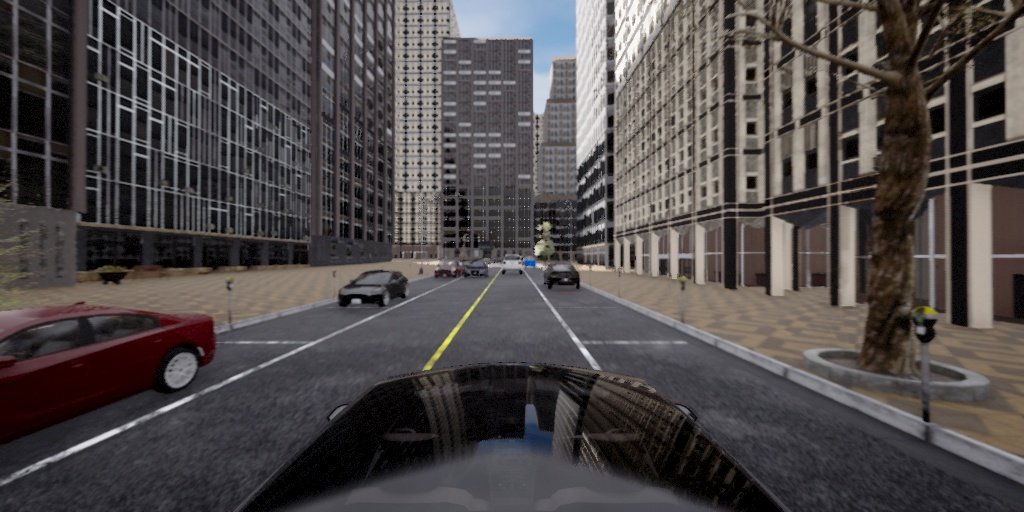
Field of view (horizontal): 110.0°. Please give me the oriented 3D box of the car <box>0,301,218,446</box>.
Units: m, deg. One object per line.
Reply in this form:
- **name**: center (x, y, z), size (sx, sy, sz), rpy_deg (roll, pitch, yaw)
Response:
- **car**: center (-5.686, 1.288, 3.975), size (1.888, 1.381, 4.507), rpy_deg (0, 0, 0)

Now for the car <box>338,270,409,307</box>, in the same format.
- **car**: center (-5.681, 1.275, 15.260), size (1.948, 1.339, 4.313), rpy_deg (0, 0, 0)

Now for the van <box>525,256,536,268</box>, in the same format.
- **van**: center (2.719, 0.926, 54.749), size (1.690, 1.789, 3.998), rpy_deg (0, 0, 0)

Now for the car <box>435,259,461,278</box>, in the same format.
- **car**: center (-5.674, 1.096, 32.188), size (1.967, 1.591, 4.097), rpy_deg (0, 0, 0)

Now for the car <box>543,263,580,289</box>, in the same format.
- **car**: center (3.011, 1.165, 22.514), size (1.882, 1.535, 5.008), rpy_deg (0, 0, 0)

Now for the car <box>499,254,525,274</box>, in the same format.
- **car**: center (0.041, 0.857, 38.529), size (2.150, 2.045, 5.566), rpy_deg (0, 0, 0)

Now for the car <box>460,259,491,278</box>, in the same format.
- **car**: center (-3.065, 1.222, 31.757), size (1.994, 1.385, 4.181), rpy_deg (0, 0, 0)

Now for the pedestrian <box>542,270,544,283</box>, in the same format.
- **pedestrian**: center (2.341, 1.352, 25.524), size (0.500, 1.100, 0.500), rpy_deg (1, 0, 0)
